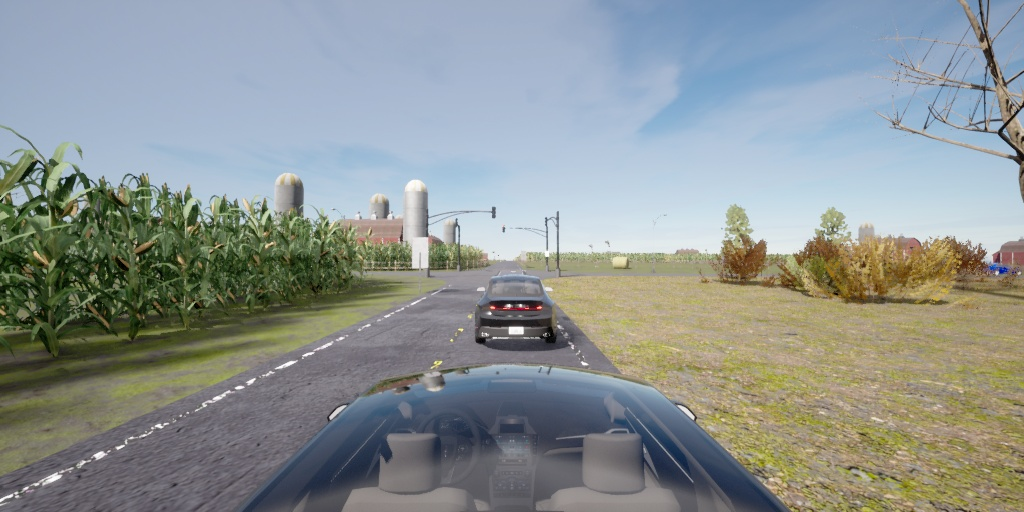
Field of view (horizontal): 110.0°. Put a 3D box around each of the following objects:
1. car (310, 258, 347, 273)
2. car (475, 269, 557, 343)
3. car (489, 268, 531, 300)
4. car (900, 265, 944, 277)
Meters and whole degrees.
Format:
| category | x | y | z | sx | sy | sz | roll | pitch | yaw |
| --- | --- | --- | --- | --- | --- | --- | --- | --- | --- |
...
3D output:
| category | x | y | z | sx | sy | sz | roll | pitch | yaw |
| --- | --- | --- | --- | --- | --- | --- | --- | --- | --- |
| car | -19.826 | 0.930 | 37.643 | 4.553 | 1.767 | 2.097 | 0 | -1 | -3 |
| car | 0.080 | 1.259 | 9.656 | 1.837 | 1.490 | 4.892 | 0 | 0 | 0 |
| car | 0.034 | 1.360 | 18.807 | 1.895 | 1.301 | 4.718 | 0 | 0 | 4 |
| car | 48.561 | 1.768 | 42.517 | 4.181 | 1.385 | 1.994 | 1 | -1 | -5 |
